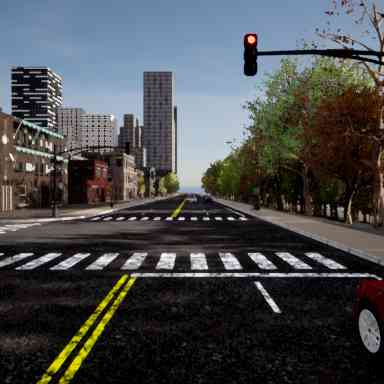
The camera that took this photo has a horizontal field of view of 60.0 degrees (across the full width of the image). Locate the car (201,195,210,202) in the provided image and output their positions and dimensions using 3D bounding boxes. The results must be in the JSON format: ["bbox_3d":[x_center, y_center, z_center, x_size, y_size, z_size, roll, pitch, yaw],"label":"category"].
[{"bbox_3d":[3.076,1.467,76.301,1.837,1.490,4.892,0,0,0],"label":"car"}]

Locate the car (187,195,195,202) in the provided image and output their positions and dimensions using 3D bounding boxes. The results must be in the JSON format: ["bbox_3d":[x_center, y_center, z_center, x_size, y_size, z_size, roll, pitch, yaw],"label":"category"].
[{"bbox_3d":[-0.178,1.466,77.360,1.837,1.490,4.892,0,0,0],"label":"car"}]

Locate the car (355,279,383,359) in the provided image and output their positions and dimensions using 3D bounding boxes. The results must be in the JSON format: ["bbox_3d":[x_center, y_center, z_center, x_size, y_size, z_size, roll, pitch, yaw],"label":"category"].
[{"bbox_3d":[3.343,1.477,2.940,1.882,1.535,5.008,0,0,0],"label":"car"}]

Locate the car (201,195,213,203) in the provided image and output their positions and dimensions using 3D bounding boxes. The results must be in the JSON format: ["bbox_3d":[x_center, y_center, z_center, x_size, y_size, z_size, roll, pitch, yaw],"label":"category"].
[{"bbox_3d":[3.196,1.520,65.807,2.033,1.411,5.357,0,0,0],"label":"car"}]

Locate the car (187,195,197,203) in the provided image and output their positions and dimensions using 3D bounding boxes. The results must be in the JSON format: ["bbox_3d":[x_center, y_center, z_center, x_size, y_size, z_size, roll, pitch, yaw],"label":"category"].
[{"bbox_3d":[-0.052,1.574,66.006,1.895,1.301,4.718,0,0,0],"label":"car"}]
